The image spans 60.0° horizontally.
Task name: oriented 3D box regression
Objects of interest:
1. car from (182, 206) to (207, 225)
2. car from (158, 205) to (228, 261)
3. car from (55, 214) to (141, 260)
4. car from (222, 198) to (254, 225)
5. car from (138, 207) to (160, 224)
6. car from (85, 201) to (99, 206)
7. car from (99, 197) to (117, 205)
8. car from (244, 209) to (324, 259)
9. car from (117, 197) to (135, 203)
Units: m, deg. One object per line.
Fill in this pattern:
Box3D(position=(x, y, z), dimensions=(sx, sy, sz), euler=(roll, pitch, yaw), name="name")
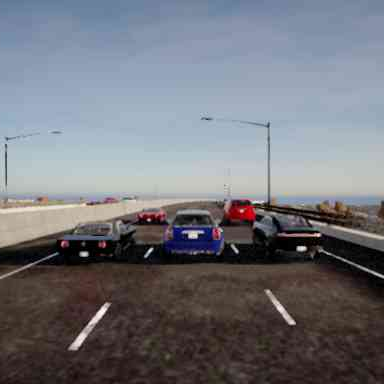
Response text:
Box3D(position=(0.237, 1.911, 27.846), dimensions=(1.895, 1.301, 4.718), euler=(0, -1, 1), name="car")
Box3D(position=(0.069, 1.490, 13.092), dimensions=(2.097, 1.767, 4.553), euler=(0, -1, 1), name="car")
Box3D(position=(-3.436, 1.738, 12.937), dimensions=(1.895, 1.301, 4.718), euler=(0, -1, 1), name="car")
Box3D(position=(3.718, 1.526, 27.137), dimensions=(2.150, 2.045, 5.566), euler=(0, 0, 1), name="car")
Box3D(position=(-3.262, 1.912, 27.897), dimensions=(1.895, 1.301, 4.718), euler=(0, -1, 1), name="car")
Box3D(position=(-19.741, 2.415, 66.639), dimensions=(1.895, 1.301, 4.718), euler=(0, -1, 2), name="car")
Box3D(position=(-16.245, 2.042, 66.498), dimensions=(2.150, 2.045, 5.566), euler=(0, -1, 2), name="car")
Box3D(position=(3.570, 1.632, 13.144), dimensions=(2.128, 1.511, 4.902), euler=(0, 0, 1), name="car")
Box3D(position=(-12.750, 2.039, 66.360), dimensions=(2.150, 2.045, 5.566), euler=(0, -1, 2), name="car")
